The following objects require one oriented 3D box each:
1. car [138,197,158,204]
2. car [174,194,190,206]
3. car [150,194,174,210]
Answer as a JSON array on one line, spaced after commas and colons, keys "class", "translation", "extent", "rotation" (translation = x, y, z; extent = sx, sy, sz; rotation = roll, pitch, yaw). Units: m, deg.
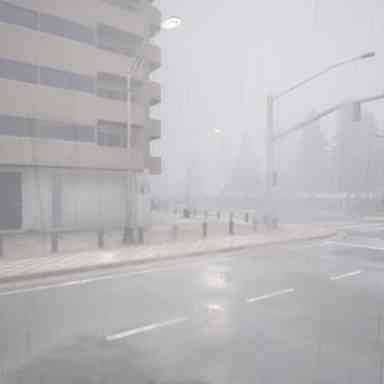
[{"class": "car", "translation": [-8.829, 1.660, 66.851], "extent": [1.895, 1.301, 4.718], "rotation": [0, 0, -36]}, {"class": "car", "translation": [-2.566, 1.281, 58.259], "extent": [2.150, 2.045, 5.566], "rotation": [0, 0, -36]}, {"class": "car", "translation": [-4.775, 1.411, 43.150], "extent": [2.097, 1.767, 4.553], "rotation": [0, 0, -36]}]
